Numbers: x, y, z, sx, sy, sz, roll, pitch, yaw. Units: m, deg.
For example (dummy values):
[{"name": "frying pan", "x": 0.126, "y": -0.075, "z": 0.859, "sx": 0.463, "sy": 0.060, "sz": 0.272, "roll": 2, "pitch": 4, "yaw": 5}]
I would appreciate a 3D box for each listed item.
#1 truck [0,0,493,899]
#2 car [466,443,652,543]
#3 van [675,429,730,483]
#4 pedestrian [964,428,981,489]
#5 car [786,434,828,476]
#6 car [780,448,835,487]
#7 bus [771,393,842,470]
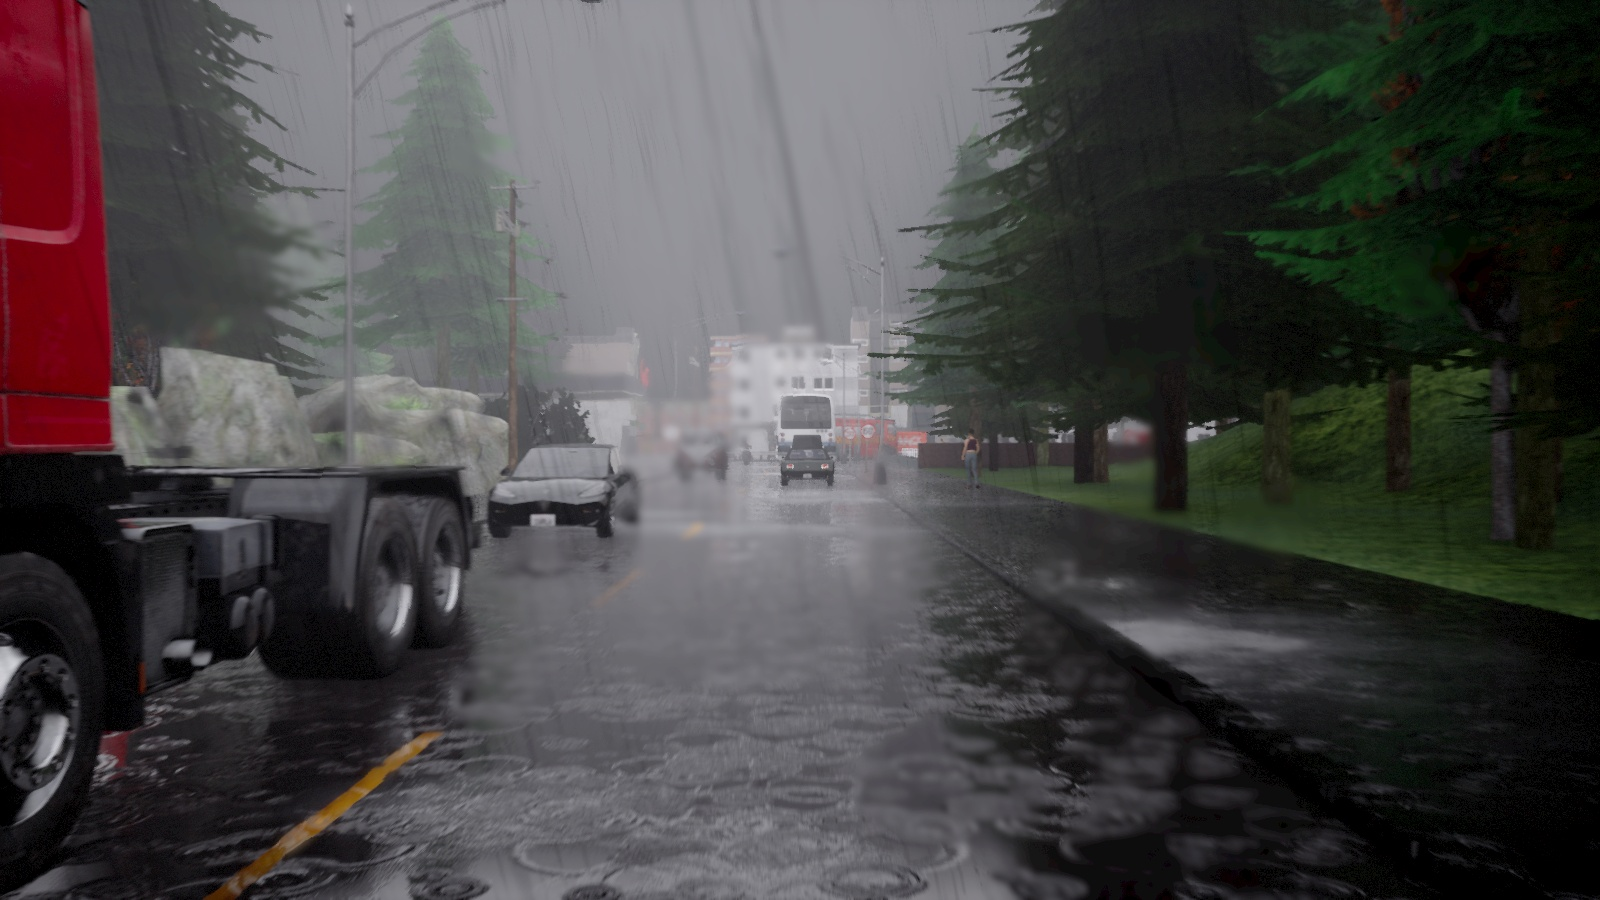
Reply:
[{"name": "truck", "x": -3.949, "y": -0.273, "z": 6.171, "sx": 2.891, "sy": 3.462, "sz": 7.936, "roll": 0, "pitch": 0, "yaw": 0}, {"name": "car", "x": -3.865, "y": 0.626, "z": 21.048, "sx": 2.163, "sy": 1.488, "sz": 4.792, "roll": 0, "pitch": 0, "yaw": 0}, {"name": "van", "x": -3.711, "y": 0.227, "z": 48.373, "sx": 1.775, "sy": 1.987, "sz": 4.442, "roll": 0, "pitch": 0, "yaw": 0}, {"name": "pedestrian", "x": 5.229, "y": 0.248, "z": 38.093, "sx": 0.345, "sy": 1.836, "sz": 0.594, "roll": 0, "pitch": 0, "yaw": -12}, {"name": "car", "x": 0.336, "y": 0.214, "z": 59.132, "sx": 1.905, "sy": 1.878, "sz": 3.866, "roll": 0, "pitch": 0, "yaw": 0}, {"name": "car", "x": 0.270, "y": 0.596, "z": 45.024, "sx": 1.895, "sy": 1.301, "sz": 4.718, "roll": 0, "pitch": 0, "yaw": 0}, {"name": "bus", "x": 0.405, "y": -1.047, "z": 74.881, "sx": 3.944, "sy": 4.253, "sz": 10.273, "roll": 0, "pitch": 0, "yaw": 0}]
